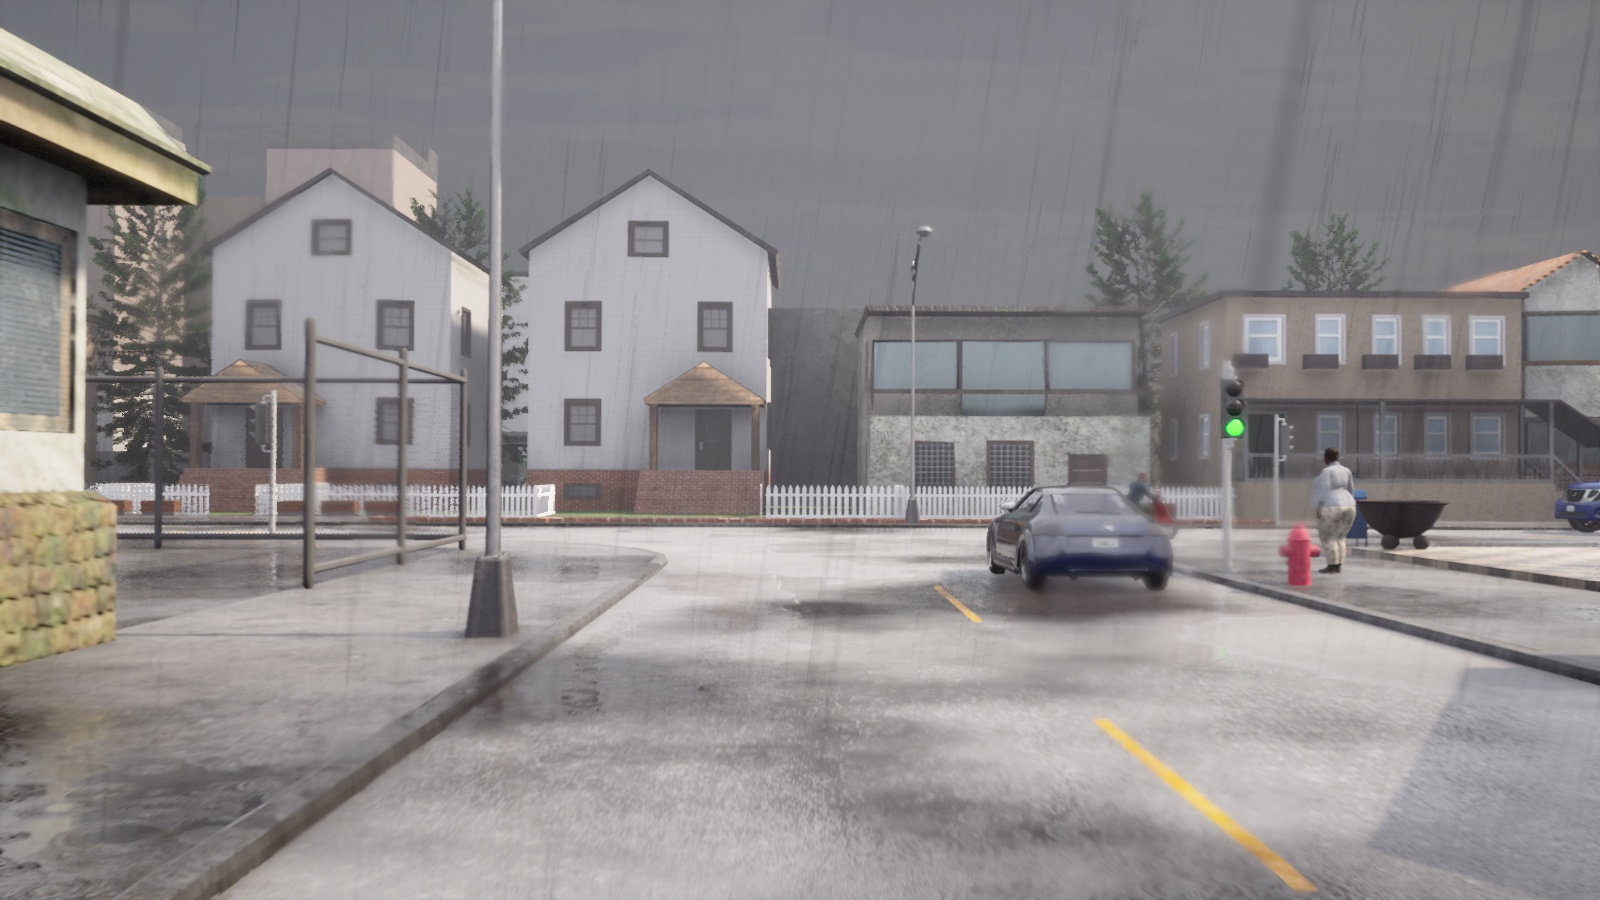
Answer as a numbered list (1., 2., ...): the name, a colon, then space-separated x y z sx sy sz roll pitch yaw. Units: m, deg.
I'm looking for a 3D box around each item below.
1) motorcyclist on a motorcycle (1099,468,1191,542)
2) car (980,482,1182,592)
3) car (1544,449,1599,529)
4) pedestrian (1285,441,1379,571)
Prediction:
1. motorcyclist on a motorcycle: 7.776 1.220 28.309 1.817 1.590 0.866 0 1 -21
2. car: 3.954 1.177 18.411 1.994 1.385 4.181 0 -1 0
3. car: 23.010 1.006 33.051 5.566 2.045 2.150 0 -1 -1
4. pedestrian: 7.801 0.805 18.441 0.874 1.855 0.900 0 -1 -22
